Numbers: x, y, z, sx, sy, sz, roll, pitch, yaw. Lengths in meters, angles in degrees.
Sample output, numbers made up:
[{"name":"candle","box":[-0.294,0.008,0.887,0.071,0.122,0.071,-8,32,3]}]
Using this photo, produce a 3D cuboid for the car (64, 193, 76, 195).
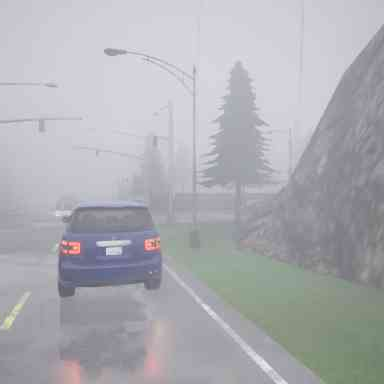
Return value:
[{"name":"car","box":[-19.364,1.222,52.658,2.150,2.045,5.566,0,0,-17]}]

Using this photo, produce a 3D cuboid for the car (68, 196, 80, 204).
[{"name":"car","box":[-23.041,1.564,65.025,1.994,1.385,4.181,0,0,-17]}]

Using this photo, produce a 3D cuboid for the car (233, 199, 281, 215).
[{"name":"car","box":[6.511,1.505,33.284,4.892,1.490,1.837,0,0,-18]}]

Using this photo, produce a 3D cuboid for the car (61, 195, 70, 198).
[{"name":"car","box":[-16.394,1.492,42.874,2.128,1.511,4.902,0,0,-17]}]

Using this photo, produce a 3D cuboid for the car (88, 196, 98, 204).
[{"name":"car","box":[-19.240,1.526,64.582,1.812,1.442,4.674,0,0,-17]}]

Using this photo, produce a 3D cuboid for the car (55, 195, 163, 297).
[{"name":"car","box":[-2.248,1.221,8.924,2.150,2.045,5.566,0,0,-16]}]
